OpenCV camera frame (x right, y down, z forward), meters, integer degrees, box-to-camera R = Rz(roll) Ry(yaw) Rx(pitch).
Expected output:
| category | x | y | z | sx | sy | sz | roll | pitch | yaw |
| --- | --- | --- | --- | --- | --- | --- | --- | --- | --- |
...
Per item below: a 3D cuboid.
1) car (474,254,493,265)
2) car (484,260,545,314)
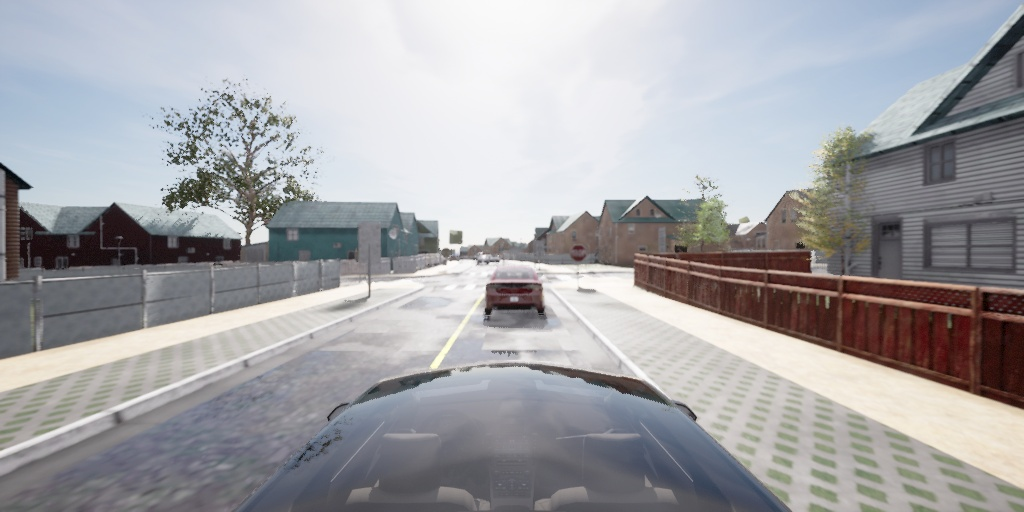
| category | x | y | z | sx | sy | sz | roll | pitch | yaw |
| --- | --- | --- | --- | --- | --- | --- | --- | --- | --- |
| car | -4.602 | 0.610 | 57.063 | 2.128 | 1.511 | 4.902 | 0 | 1 | -6 |
| car | 0.096 | 1.066 | 12.870 | 1.882 | 1.535 | 5.008 | 0 | 1 | 1 |
